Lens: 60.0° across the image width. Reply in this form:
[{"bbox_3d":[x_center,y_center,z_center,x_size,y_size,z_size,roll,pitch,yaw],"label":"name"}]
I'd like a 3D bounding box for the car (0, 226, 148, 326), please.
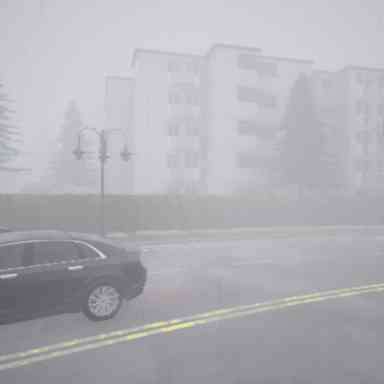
[{"bbox_3d":[-3.176,1.475,5.771,4.892,1.490,1.837,1,-1,-32],"label":"car"}]
